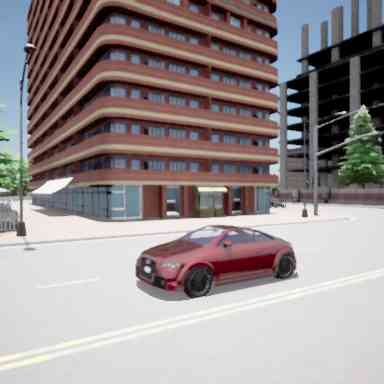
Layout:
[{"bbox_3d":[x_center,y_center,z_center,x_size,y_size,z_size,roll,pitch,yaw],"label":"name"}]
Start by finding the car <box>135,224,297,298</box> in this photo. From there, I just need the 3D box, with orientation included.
[{"bbox_3d":[0.697,1.550,8.500,4.181,1.385,1.994,0,0,-32],"label":"car"}]

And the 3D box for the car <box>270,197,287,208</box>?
[{"bbox_3d":[10.873,1.403,45.926,2.128,1.511,4.902,0,0,-32],"label":"car"}]
